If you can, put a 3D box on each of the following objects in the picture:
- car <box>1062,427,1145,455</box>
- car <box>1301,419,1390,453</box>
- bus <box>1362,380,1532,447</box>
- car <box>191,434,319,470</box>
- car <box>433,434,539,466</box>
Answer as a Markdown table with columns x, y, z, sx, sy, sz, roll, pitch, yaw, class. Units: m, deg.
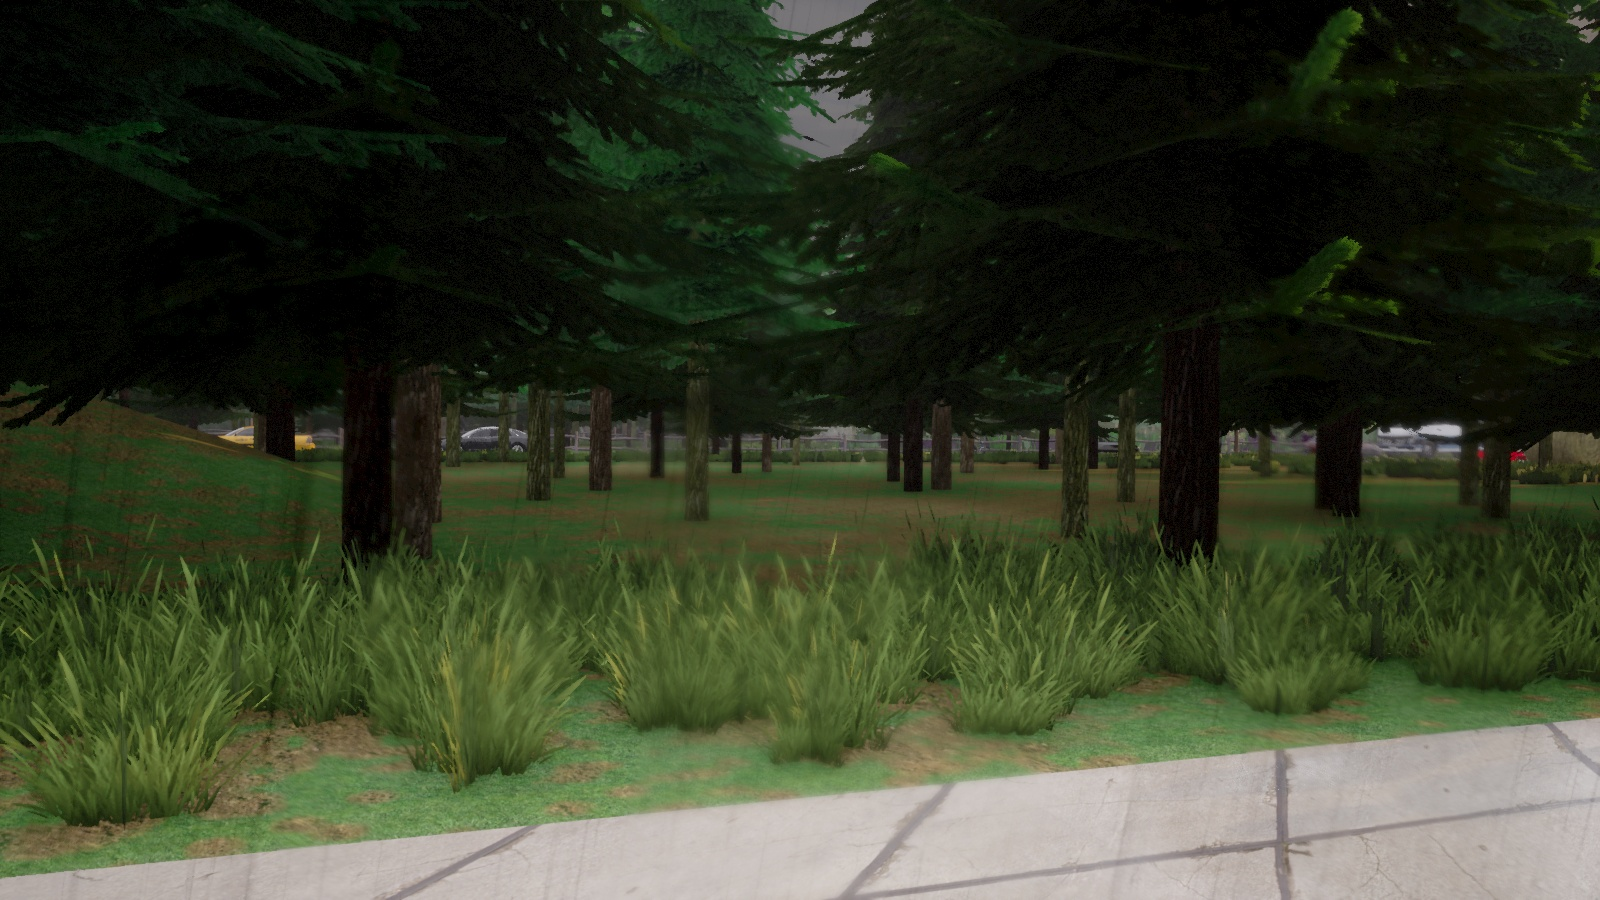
| x | y | z | sx | sy | sz | roll | pitch | yaw | class |
| --- | --- | --- | --- | --- | --- | --- | --- | --- | --- |
| 16.977 | -0.523 | 70.245 | 4.193 | 1.474 | 1.816 | -1 | 1 | -19 | car |
| 29.580 | -0.750 | 68.262 | 2.097 | 1.767 | 4.553 | -1 | 1 | -13 | car |
| 42.684 | -2.396 | 82.883 | 10.273 | 4.253 | 3.944 | -1 | 1 | -19 | bus |
| -25.178 | 0.062 | 58.221 | 5.366 | 1.575 | 1.801 | -1 | 1 | -21 | car |
| -15.475 | -0.037 | 61.913 | 4.892 | 1.490 | 1.837 | -1 | 1 | -21 | car |
